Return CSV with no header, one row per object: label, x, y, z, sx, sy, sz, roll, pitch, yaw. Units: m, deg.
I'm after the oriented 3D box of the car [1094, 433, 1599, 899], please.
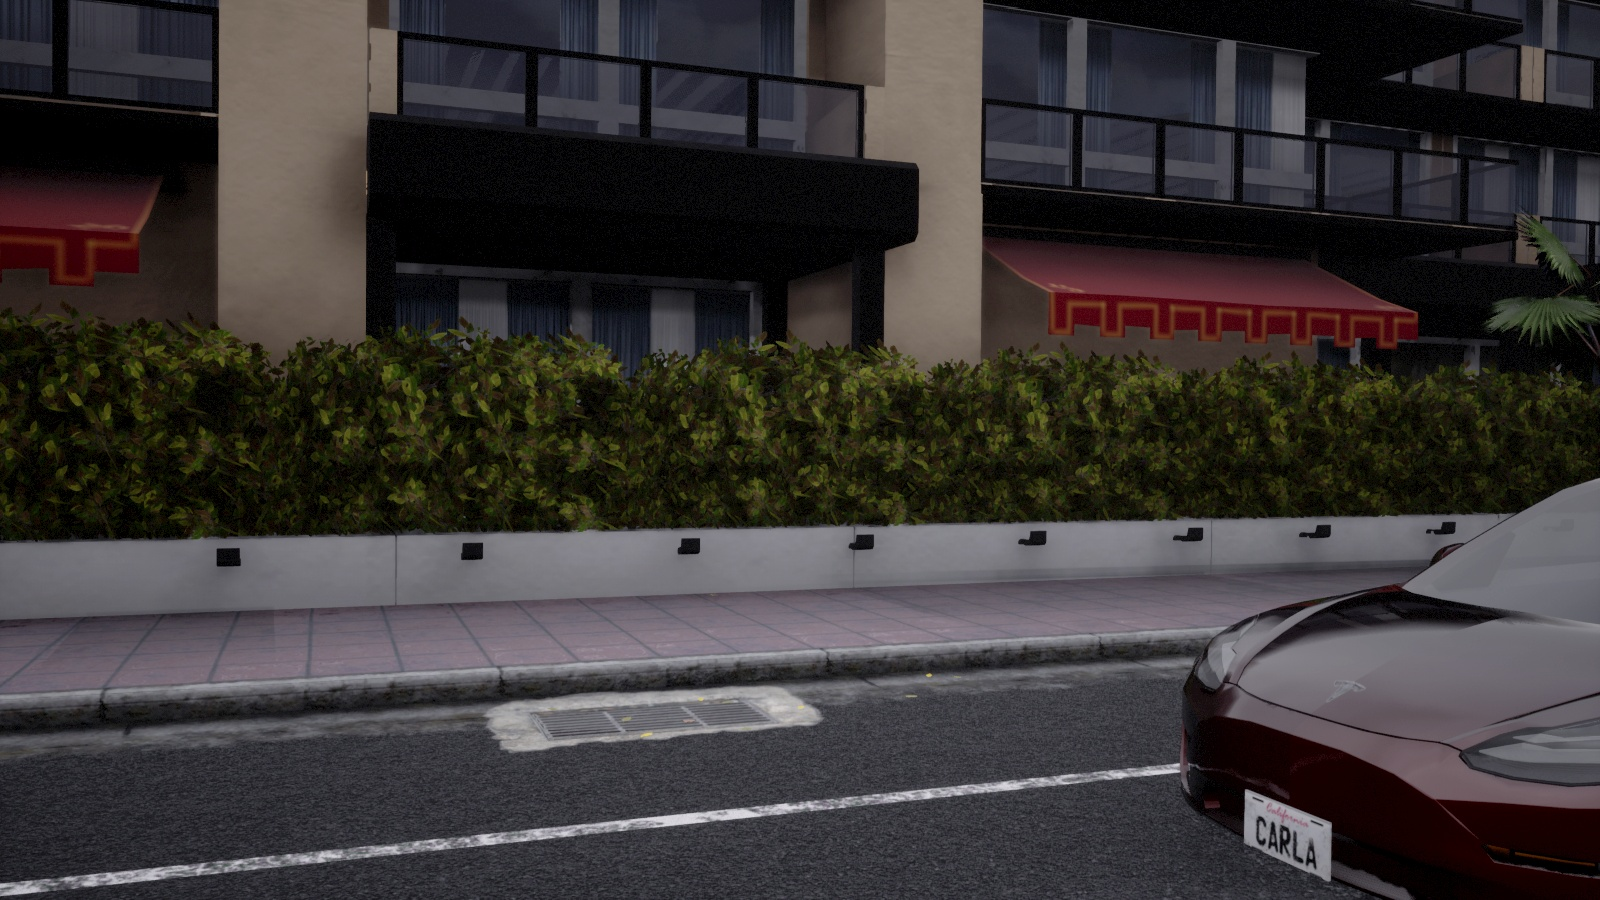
car,3.760,0.681,4.671,4.792,1.488,2.163,-1,1,-21
